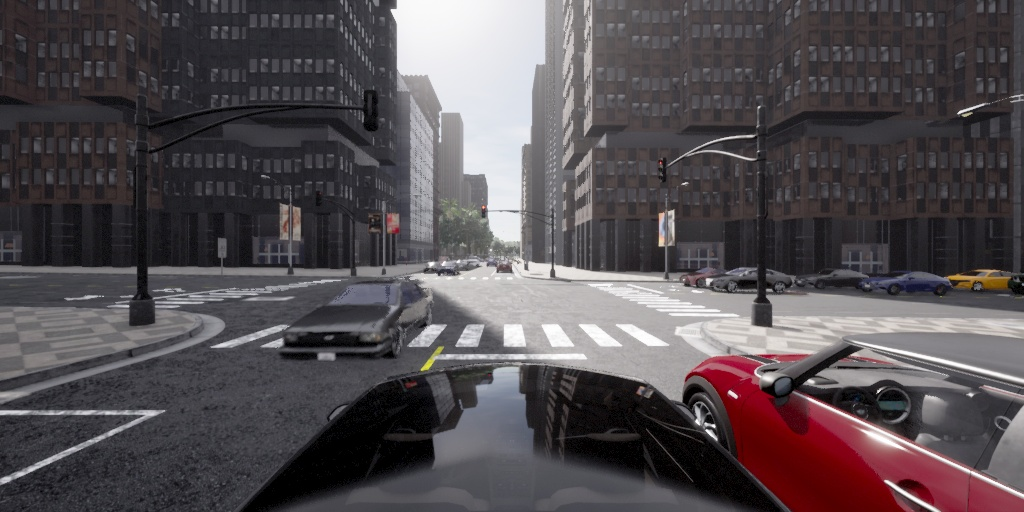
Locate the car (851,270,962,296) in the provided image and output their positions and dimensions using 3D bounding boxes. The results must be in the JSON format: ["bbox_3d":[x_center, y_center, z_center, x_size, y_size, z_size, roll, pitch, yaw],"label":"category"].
[{"bbox_3d":[24.620,1.656,22.504,4.674,1.442,1.812,1,0,-1],"label":"car"}]

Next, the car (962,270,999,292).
[{"bbox_3d":[34.022,1.741,25.883,5.008,1.535,1.882,1,0,-1],"label":"car"}]

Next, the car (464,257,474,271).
[{"bbox_3d":[-6.860,1.261,49.491,2.128,1.511,4.902,0,0,-1],"label":"car"}]

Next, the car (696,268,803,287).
[{"bbox_3d":[14.681,1.477,22.385,4.902,1.511,2.128,1,0,-1],"label":"car"}]

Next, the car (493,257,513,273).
[{"bbox_3d":[-0.920,1.196,43.559,1.967,1.591,4.097,0,0,-1],"label":"car"}]

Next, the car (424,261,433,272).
[{"bbox_3d":[-9.444,1.322,43.443,1.948,1.339,4.313,0,0,-1],"label":"car"}]

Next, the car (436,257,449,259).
[{"bbox_3d":[-9.520,1.082,48.868,2.192,1.841,5.009,0,0,-1],"label":"car"}]

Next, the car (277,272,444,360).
[{"bbox_3d":[-3.176,1.295,8.670,2.033,1.411,5.357,0,0,-2],"label":"car"}]

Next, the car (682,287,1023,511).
[{"bbox_3d":[2.761,1.190,2.195,1.967,1.591,4.097,0,0,0],"label":"car"}]

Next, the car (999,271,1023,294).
[{"bbox_3d":[35.149,1.505,22.647,5.566,2.045,2.150,1,0,-1],"label":"car"}]

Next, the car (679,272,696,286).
[{"bbox_3d":[14.265,1.540,25.627,4.181,1.385,1.994,1,0,0],"label":"car"}]

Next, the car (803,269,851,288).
[{"bbox_3d":[22.954,1.628,25.744,4.674,1.442,1.812,1,0,-1],"label":"car"}]

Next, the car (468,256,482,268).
[{"bbox_3d":[-7.027,1.024,63.475,2.150,2.045,5.566,0,0,-1],"label":"car"}]

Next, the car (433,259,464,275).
[{"bbox_3d":[-6.698,1.292,38.352,2.033,1.411,5.357,0,0,-1],"label":"car"}]
